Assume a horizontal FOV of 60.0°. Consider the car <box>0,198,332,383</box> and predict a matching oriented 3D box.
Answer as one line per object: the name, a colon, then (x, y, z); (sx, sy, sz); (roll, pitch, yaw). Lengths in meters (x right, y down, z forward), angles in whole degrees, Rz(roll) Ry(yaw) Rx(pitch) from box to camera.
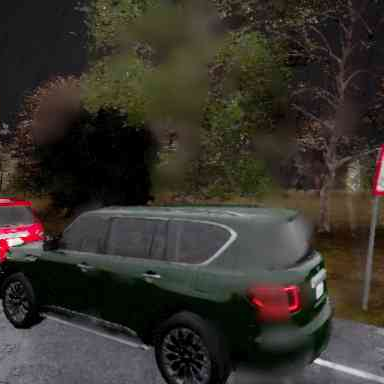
car: (-0.787, 1.202, 5.286); (5.566, 2.045, 2.150); (0, 0, 33)
